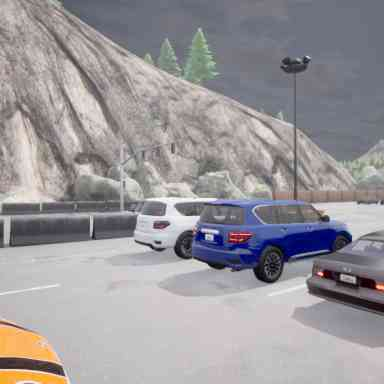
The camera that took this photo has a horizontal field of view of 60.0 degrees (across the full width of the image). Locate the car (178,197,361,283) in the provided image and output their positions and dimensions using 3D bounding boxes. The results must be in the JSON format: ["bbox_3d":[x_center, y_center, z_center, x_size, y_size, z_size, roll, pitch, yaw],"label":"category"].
[{"bbox_3d":[2.550,1.221,9.920,5.566,2.045,2.150,0,0,-38],"label":"car"}]

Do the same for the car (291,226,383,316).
[{"bbox_3d":[4.740,1.547,7.213,5.357,1.411,2.033,0,0,-36],"label":"car"}]

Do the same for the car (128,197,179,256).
[{"bbox_3d":[0.525,1.221,12.797,5.566,2.045,2.150,0,0,-36],"label":"car"}]

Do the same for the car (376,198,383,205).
[{"bbox_3d":[31.861,1.384,53.131,4.181,1.385,1.994,0,0,-36],"label":"car"}]

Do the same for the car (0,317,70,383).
[{"bbox_3d":[-2.939,1.350,1.644,4.553,1.767,2.097,0,0,-36],"label":"car"}]

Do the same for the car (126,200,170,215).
[{"bbox_3d":[-4.600,1.562,35.205,4.181,1.385,1.994,0,0,-36],"label":"car"}]

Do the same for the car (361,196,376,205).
[{"bbox_3d":[29.441,1.387,55.691,4.181,1.385,1.994,0,0,-36],"label":"car"}]
